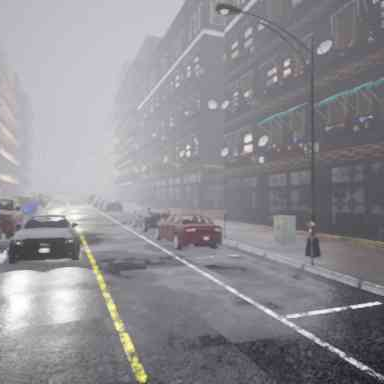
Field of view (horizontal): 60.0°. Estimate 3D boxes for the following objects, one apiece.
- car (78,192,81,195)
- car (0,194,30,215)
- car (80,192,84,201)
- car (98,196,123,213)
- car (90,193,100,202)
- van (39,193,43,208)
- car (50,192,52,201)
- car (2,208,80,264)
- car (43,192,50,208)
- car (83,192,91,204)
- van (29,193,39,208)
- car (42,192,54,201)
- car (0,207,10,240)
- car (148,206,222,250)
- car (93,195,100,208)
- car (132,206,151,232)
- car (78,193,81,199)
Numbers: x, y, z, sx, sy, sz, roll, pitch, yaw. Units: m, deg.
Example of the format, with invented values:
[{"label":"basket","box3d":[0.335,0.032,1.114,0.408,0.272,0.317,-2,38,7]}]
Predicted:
[{"label":"car","box3d":[-28.374,1.011,86.272,2.192,1.841,5.009,2,-1,-21]},{"label":"car","box3d":[-9.643,1.164,16.473,2.192,1.841,5.009,2,-1,-21]},{"label":"car","box3d":[-20.357,1.183,65.650,1.967,1.590,4.097,2,-1,-21]},{"label":"car","box3d":[-8.299,1.413,34.732,1.887,1.381,4.507,2,-1,-21]},{"label":"car","box3d":[-12.298,1.262,45.045,1.967,1.590,4.097,2,-1,-21]},{"label":"van","box3d":[-15.658,1.106,31.935,1.690,1.788,3.998,2,-1,-21]},{"label":"car","box3d":[-21.670,1.011,47.398,2.192,1.841,5.009,2,-1,-21]},{"label":"car","box3d":[-4.968,1.482,11.454,1.994,1.385,4.181,1,0,-21]},{"label":"car","box3d":[-19.666,1.033,42.244,2.192,1.841,5.009,2,-1,-21]},{"label":"car","box3d":[-16.342,1.093,55.341,2.192,1.841,5.009,2,-1,-21]},{"label":"van","box3d":[-13.653,1.131,26.780,1.690,1.788,3.998,2,-1,-21]},{"label":"car","box3d":[-31.695,0.927,73.169,2.192,1.841,5.009,2,-1,-21]},{"label":"car","box3d":[-7.585,1.407,11.157,1.752,1.417,4.829,2,-1,-21]},{"label":"car","box3d":[-0.281,1.529,14.113,1.887,1.381,4.507,2,-1,-21]},{"label":"car","box3d":[-10.304,1.389,39.886,1.887,1.381,4.507,2,-1,-21]},{"label":"car","box3d":[-2.287,1.504,19.268,2.008,1.369,4.403,2,-1,-21]},{"label":"car","box3d":[-24.372,1.297,75.959,1.802,1.307,4.206,2,-1,-21]}]
